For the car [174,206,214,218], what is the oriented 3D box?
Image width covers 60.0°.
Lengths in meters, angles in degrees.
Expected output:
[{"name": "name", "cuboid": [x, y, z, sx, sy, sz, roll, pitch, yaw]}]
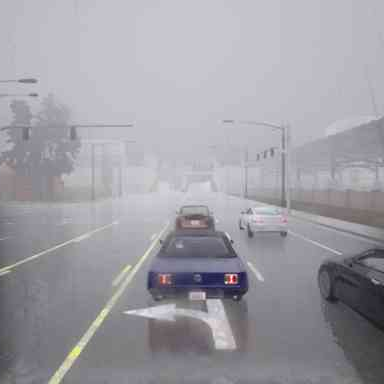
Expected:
[{"name": "car", "cuboid": [0.127, 1.434, 17.504, 2.163, 1.488, 4.792, 0, 0, 0]}]

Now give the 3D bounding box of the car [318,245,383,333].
[{"name": "car", "cuboid": [3.619, 1.520, 5.252, 1.812, 1.442, 4.674, 0, 0, 0]}]

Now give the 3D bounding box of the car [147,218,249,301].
[{"name": "car", "cuboid": [0.113, 1.583, 8.241, 1.895, 1.301, 4.718, 0, 0, 0]}]

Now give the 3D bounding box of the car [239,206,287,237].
[{"name": "car", "cuboid": [3.630, 1.460, 17.400, 1.812, 1.442, 4.674, 0, 0, 0]}]
